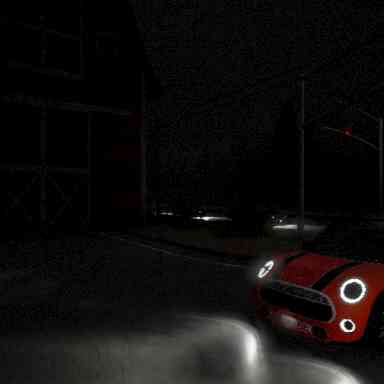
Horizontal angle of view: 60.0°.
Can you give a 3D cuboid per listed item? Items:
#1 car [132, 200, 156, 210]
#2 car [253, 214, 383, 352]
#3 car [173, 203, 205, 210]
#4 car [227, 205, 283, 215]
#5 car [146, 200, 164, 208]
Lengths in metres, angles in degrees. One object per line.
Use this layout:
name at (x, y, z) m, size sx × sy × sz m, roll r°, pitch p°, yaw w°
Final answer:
car at (-7.351, 1.891, 50.681) m, size 1.994 × 1.385 × 4.181 m, roll 0°, pitch 0°, yaw -34°
car at (3.302, 1.383, 6.347) m, size 4.553 × 1.767 × 2.097 m, roll 1°, pitch 0°, yaw -35°
car at (-0.327, 1.789, 33.887) m, size 1.994 × 1.385 × 4.181 m, roll 0°, pitch 0°, yaw -34°
car at (4.918, 1.723, 26.225) m, size 2.033 × 1.411 × 5.357 m, roll 0°, pitch 0°, yaw -34°
car at (-5.274, 1.871, 41.109) m, size 1.895 × 1.301 × 4.718 m, roll 0°, pitch 0°, yaw -34°
